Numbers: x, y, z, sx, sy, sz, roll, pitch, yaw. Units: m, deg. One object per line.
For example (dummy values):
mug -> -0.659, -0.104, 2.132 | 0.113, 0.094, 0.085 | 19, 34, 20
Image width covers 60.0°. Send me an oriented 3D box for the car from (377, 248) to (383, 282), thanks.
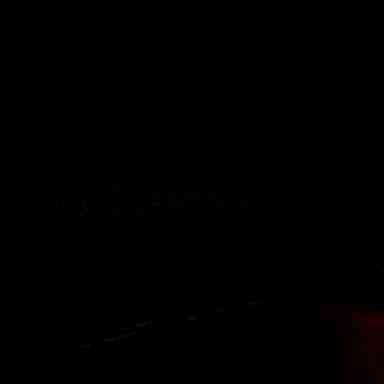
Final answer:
car -> 6.110, 1.420, 7.239 | 4.902, 1.511, 2.128 | 0, 0, -30
